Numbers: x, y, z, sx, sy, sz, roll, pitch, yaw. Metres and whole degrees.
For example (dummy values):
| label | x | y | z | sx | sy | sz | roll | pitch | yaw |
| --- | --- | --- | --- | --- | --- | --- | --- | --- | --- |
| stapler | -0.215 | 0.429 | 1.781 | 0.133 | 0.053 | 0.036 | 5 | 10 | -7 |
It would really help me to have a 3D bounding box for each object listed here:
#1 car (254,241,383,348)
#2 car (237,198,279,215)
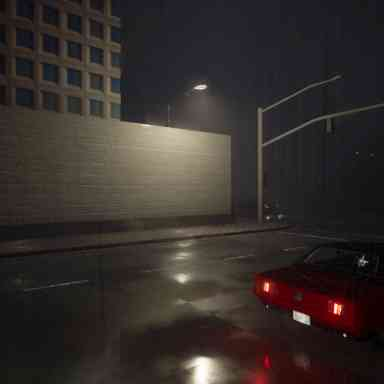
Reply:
| label | x | y | z | sx | sy | sz | roll | pitch | yaw |
| --- | --- | --- | --- | --- | --- | --- | --- | --- | --- |
| car | 3.467 | 1.601 | 6.259 | 4.718 | 1.301 | 1.895 | 0 | 0 | -35 |
| car | 6.863 | 1.407 | 34.721 | 2.097 | 1.767 | 4.553 | 0 | 0 | -35 |
